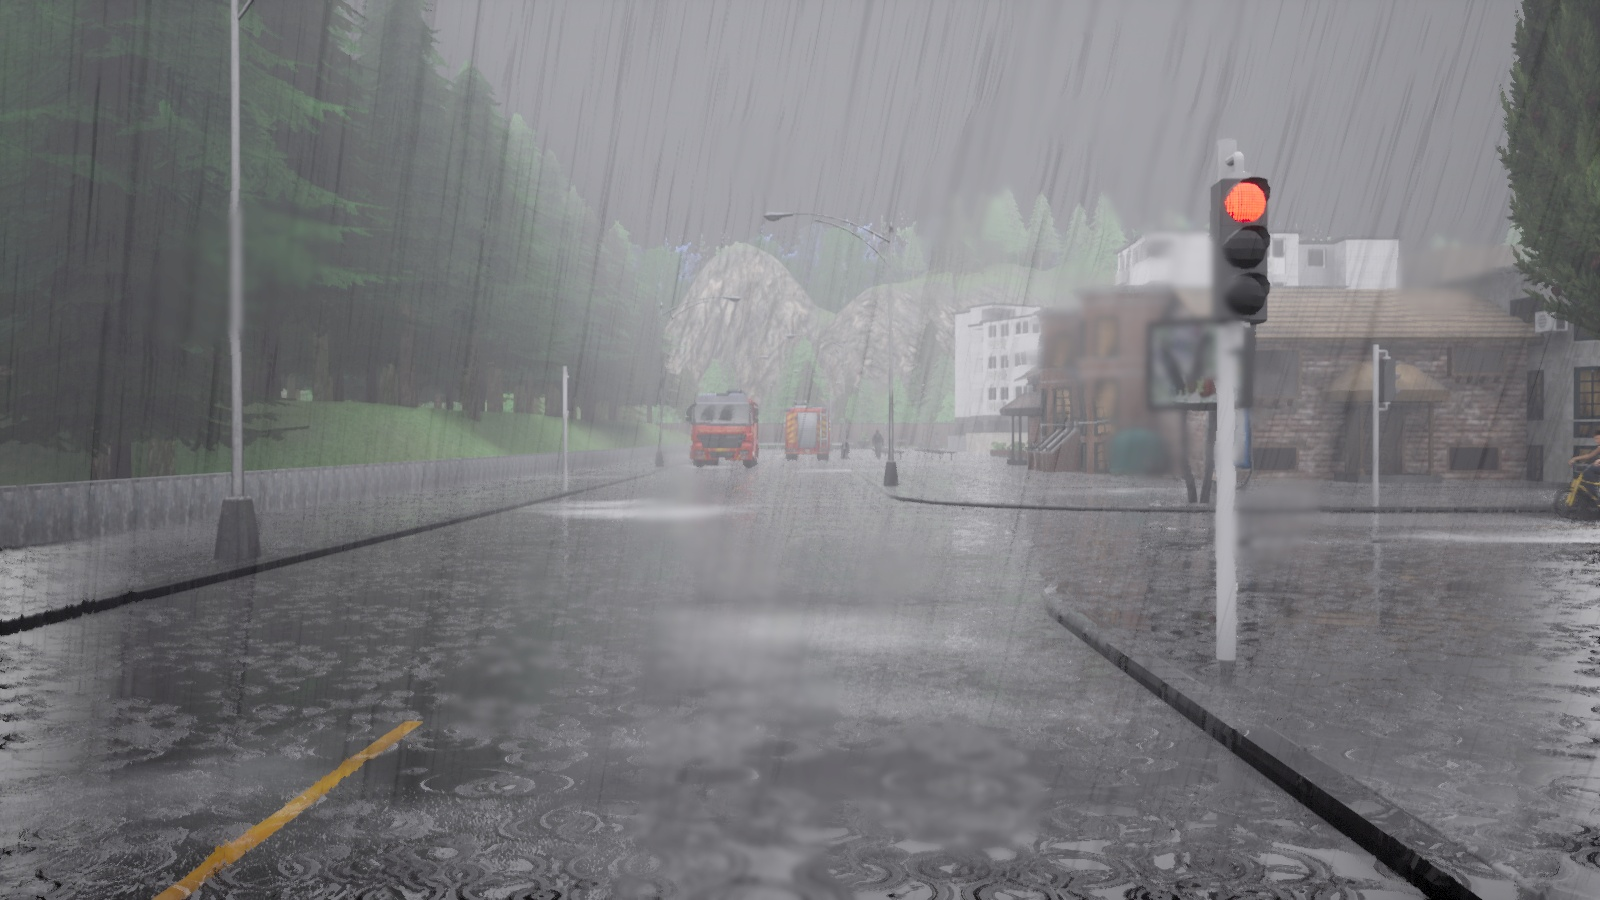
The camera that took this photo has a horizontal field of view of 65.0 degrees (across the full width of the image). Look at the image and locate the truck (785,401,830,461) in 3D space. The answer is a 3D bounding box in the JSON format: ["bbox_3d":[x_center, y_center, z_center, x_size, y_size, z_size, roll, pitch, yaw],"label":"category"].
[{"bbox_3d":[0.487,-1.275,84.626,2.891,3.827,8.468,0,1,0],"label":"truck"}]

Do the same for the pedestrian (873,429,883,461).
[{"bbox_3d":[4.709,-0.306,75.596,0.563,1.883,0.849,0,1,4],"label":"pedestrian"}]

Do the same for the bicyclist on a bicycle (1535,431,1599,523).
[{"bbox_3d":[14.156,0.466,22.456,1.509,1.612,0.866,0,1,1],"label":"bicyclist on a bicycle"}]

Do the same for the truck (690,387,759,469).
[{"bbox_3d":[-3.636,-1.056,62.666,2.891,3.827,8.468,0,1,0],"label":"truck"}]
